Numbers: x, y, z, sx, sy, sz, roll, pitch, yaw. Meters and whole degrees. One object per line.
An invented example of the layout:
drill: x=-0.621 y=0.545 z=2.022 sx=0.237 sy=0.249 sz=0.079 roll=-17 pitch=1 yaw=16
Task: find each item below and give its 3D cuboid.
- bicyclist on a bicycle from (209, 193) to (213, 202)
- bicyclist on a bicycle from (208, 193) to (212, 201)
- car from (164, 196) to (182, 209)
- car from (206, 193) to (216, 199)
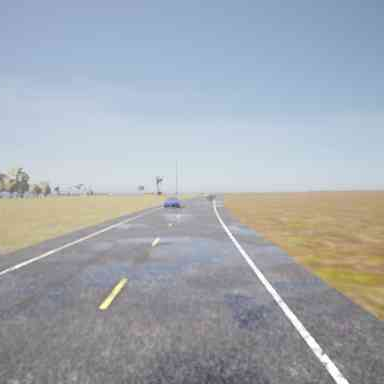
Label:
bicyclist on a bicycle: x=3.910 y=1.097 z=68.536 sx=0.659 sy=1.776 sz=1.843 roll=0 pitch=0 yaw=5
bicyclist on a bicycle: x=3.210 y=1.217 z=59.655 sx=0.582 sy=1.620 sz=1.656 roll=0 pitch=0 yaw=4
car: x=-2.427 y=1.316 z=42.229 sx=1.882 sy=1.535 sz=5.008 roll=0 pitch=0 yaw=3
car: x=4.550 y=1.102 z=85.870 sx=1.895 sy=1.301 sz=4.718 roll=0 pitch=0 yaw=6
